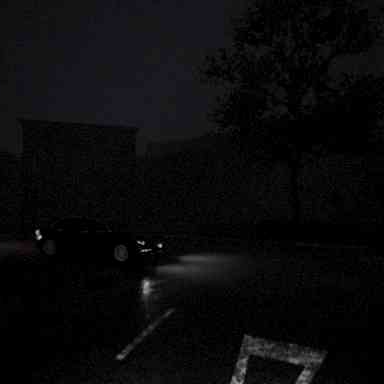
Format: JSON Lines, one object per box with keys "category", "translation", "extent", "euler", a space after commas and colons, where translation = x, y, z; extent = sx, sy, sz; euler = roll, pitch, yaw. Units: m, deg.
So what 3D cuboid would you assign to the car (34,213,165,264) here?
{"category": "car", "translation": [-3.330, 1.540, 11.924], "extent": [4.892, 1.490, 1.837], "euler": [0, 0, 20]}
